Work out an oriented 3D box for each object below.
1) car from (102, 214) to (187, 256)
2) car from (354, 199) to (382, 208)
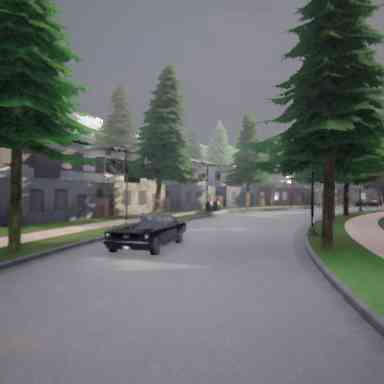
[{"bbox_3d":[-1.700,1.591,13.435,1.895,1.301,4.718,0,0,14],"label":"car"},{"bbox_3d":[28.153,1.850,53.082,4.718,1.301,1.895,0,0,-30],"label":"car"}]
